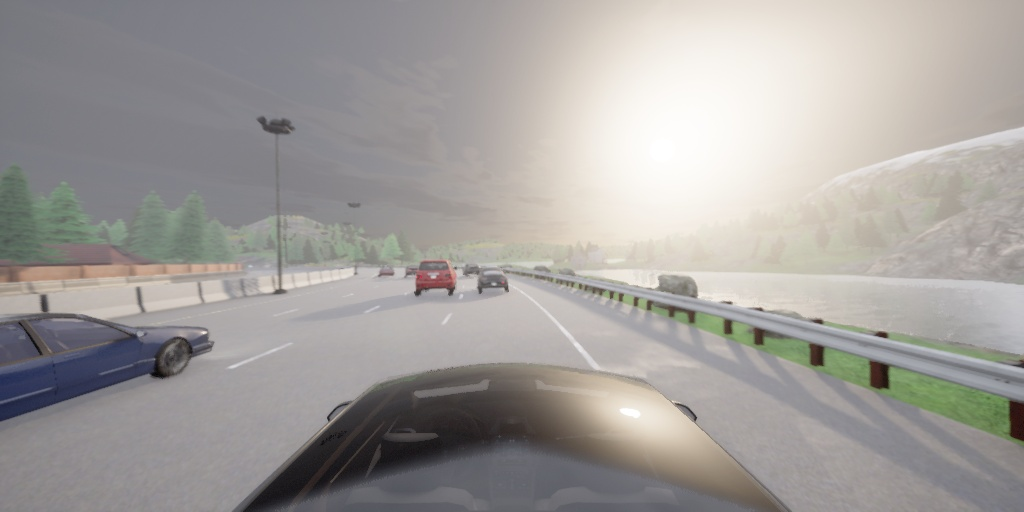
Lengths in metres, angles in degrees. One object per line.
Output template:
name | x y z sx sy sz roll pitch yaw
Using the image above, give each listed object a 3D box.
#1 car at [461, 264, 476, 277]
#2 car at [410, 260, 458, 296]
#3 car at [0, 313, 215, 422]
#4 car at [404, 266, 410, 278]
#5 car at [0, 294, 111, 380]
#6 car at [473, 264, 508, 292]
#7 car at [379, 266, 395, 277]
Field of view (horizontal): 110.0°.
car | -5.017 1.703 43.955 1.837 1.490 4.892 0 0 -14
car | -4.587 1.246 22.037 2.150 2.045 5.566 -1 0 -7
car | -7.018 1.512 4.871 2.033 1.411 5.357 -2 0 -1
car | -12.640 1.923 45.635 1.837 1.490 4.892 0 0 -15
car | -10.542 1.616 5.882 2.033 1.411 5.357 -1 0 -2
car | -1.325 1.468 22.977 1.812 1.442 4.674 -1 0 -7
car | -17.736 2.158 50.810 1.994 1.385 4.181 -1 0 -17
